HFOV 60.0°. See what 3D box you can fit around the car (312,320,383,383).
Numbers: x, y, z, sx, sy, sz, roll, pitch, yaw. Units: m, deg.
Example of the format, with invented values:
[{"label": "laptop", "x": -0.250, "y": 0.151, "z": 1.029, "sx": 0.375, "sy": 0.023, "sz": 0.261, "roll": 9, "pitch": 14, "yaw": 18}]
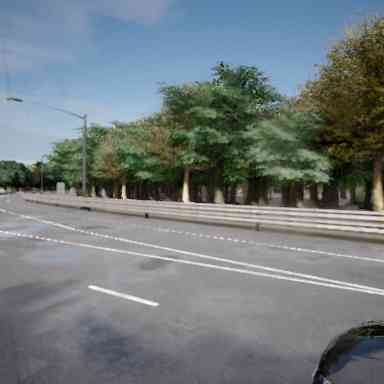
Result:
[{"label": "car", "x": 3.194, "y": 1.504, "z": 1.730, "sx": 4.902, "sy": 1.511, "sz": 2.128, "roll": 0, "pitch": 0, "yaw": 35}]
